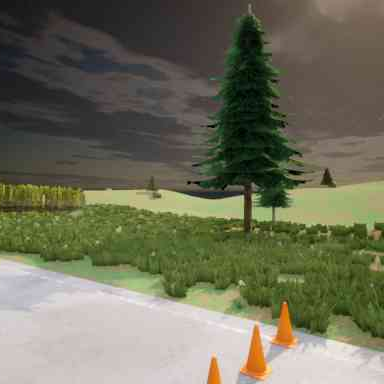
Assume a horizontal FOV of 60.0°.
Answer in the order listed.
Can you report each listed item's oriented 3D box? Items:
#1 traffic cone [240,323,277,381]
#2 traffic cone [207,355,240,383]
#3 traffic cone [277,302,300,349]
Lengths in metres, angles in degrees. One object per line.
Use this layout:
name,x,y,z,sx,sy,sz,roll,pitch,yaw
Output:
traffic cone,0.810,1.955,4.184,0.340,0.580,0.340,0,0,36
traffic cone,0.226,1.955,3.372,0.340,0.580,0.340,0,0,36
traffic cone,1.395,1.955,4.995,0.340,0.580,0.340,0,0,36
